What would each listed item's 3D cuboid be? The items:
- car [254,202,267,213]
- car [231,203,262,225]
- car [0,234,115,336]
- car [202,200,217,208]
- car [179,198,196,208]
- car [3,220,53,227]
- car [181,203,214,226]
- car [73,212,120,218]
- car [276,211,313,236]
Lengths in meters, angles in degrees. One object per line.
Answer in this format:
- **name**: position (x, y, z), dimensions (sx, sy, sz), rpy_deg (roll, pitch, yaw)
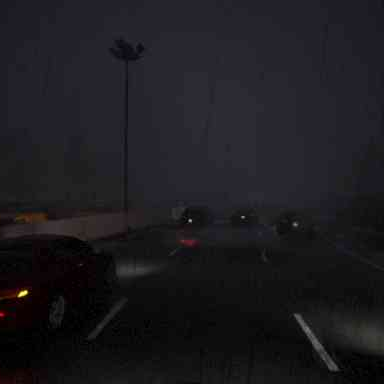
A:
- **car**: position (9.035, 2.069, 44.758), dimensions (2.128, 1.511, 4.902), rpy_deg (0, -1, 15)
- **car**: position (4.399, 1.911, 27.341), dimensions (1.994, 1.385, 4.181), rpy_deg (0, -1, 15)
- **car**: position (-3.012, 1.590, 6.790), dimensions (1.812, 1.442, 4.674), rpy_deg (0, -1, 4)
- **car**: position (3.517, 2.308, 65.070), dimensions (1.837, 1.490, 4.892), rpy_deg (0, 0, 15)
- **car**: position (-0.758, 2.100, 62.712), dimensions (2.097, 1.767, 4.553), rpy_deg (0, -1, 16)
- **car**: position (-11.356, 1.686, 22.855), dimensions (1.882, 1.535, 5.008), rpy_deg (0, -1, 13)
- **car**: position (0.492, 1.821, 26.313), dimensions (1.837, 1.490, 4.892), rpy_deg (0, 0, 14)
- **car**: position (-7.231, 1.737, 25.230), dimensions (1.882, 1.535, 5.008), rpy_deg (0, -1, 14)
- **car**: position (6.277, 1.843, 20.563), dimensions (1.994, 1.385, 4.181), rpy_deg (0, -1, 13)
